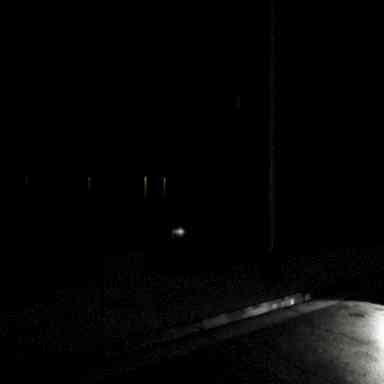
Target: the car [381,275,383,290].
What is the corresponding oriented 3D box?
[{"bbox_3d":[5.985,1.547,7.240,4.181,1.385,1.994,0,0,-35],"label":"car"}]
